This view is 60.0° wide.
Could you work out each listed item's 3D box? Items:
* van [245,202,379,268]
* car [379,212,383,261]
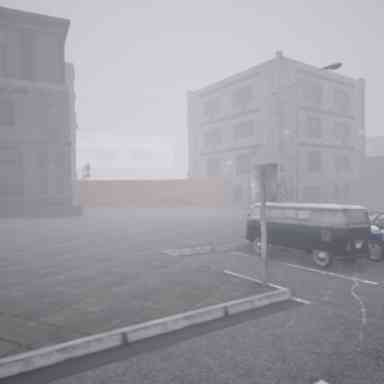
[{"bbox_3d":[3.796,1.357,11.818,1.878,1.987,4.442,2,-1,-35],"label":"van"},{"bbox_3d":[6.119,1.661,13.327,2.097,1.535,5.008,2,-1,-35],"label":"car"}]
